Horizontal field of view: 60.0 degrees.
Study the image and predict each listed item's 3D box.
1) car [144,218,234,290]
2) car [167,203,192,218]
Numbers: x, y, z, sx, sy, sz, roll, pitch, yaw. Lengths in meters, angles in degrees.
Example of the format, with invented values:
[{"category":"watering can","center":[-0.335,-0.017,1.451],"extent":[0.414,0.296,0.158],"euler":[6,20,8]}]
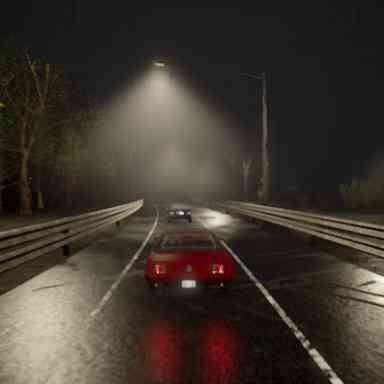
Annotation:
[{"category":"car","center":[-0.108,1.625,9.112],"extent":[1.895,1.301,4.718],"euler":[0,0,-1]},{"category":"car","center":[-1.051,1.609,26.952],"extent":[2.033,1.411,5.357],"euler":[0,0,-4]}]
